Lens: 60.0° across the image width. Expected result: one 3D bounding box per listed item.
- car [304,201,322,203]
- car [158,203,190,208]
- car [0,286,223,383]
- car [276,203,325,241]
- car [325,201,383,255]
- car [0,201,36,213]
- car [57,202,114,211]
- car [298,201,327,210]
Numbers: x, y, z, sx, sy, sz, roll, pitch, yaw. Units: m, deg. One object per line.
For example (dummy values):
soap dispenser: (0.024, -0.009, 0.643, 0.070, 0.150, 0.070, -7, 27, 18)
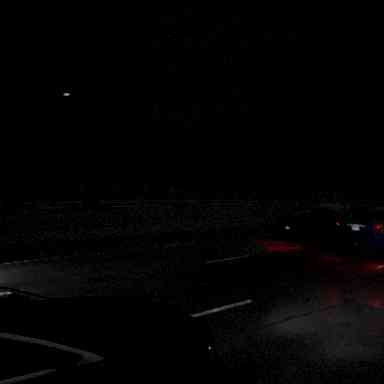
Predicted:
car: (14.365, 1.805, 40.033, 5.357, 1.411, 2.033, 1, -1, -35)
car: (-1.574, 1.562, 24.366, 4.674, 1.442, 1.812, 0, 0, -35)
car: (-1.948, 1.492, 2.480, 4.902, 1.511, 2.128, 0, 0, -36)
car: (6.471, 1.527, 16.964, 5.008, 1.535, 1.882, 0, 0, -36)
car: (7.832, 1.396, 13.636, 4.553, 1.767, 2.097, 0, 0, -36)
car: (-15.504, 1.509, 27.327, 4.892, 1.490, 1.837, 0, 0, -36)
car: (-8.823, 1.545, 27.794, 4.674, 1.442, 1.812, 0, 0, -36)
car: (18.863, 2.036, 51.811, 4.718, 1.301, 1.895, 1, -1, -35)
